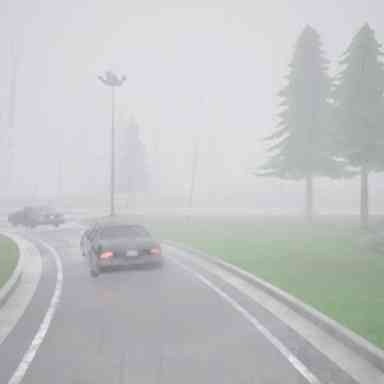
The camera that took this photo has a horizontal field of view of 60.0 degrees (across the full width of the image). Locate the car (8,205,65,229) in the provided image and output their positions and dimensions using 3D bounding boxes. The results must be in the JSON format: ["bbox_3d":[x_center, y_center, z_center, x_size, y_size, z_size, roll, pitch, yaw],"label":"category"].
[{"bbox_3d":[-10.291,1.582,21.864,5.357,1.411,2.033,0,0,44],"label":"car"}]

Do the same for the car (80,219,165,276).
[{"bbox_3d":[-2.405,1.560,10.499,2.033,1.411,5.357,0,0,-22],"label":"car"}]
